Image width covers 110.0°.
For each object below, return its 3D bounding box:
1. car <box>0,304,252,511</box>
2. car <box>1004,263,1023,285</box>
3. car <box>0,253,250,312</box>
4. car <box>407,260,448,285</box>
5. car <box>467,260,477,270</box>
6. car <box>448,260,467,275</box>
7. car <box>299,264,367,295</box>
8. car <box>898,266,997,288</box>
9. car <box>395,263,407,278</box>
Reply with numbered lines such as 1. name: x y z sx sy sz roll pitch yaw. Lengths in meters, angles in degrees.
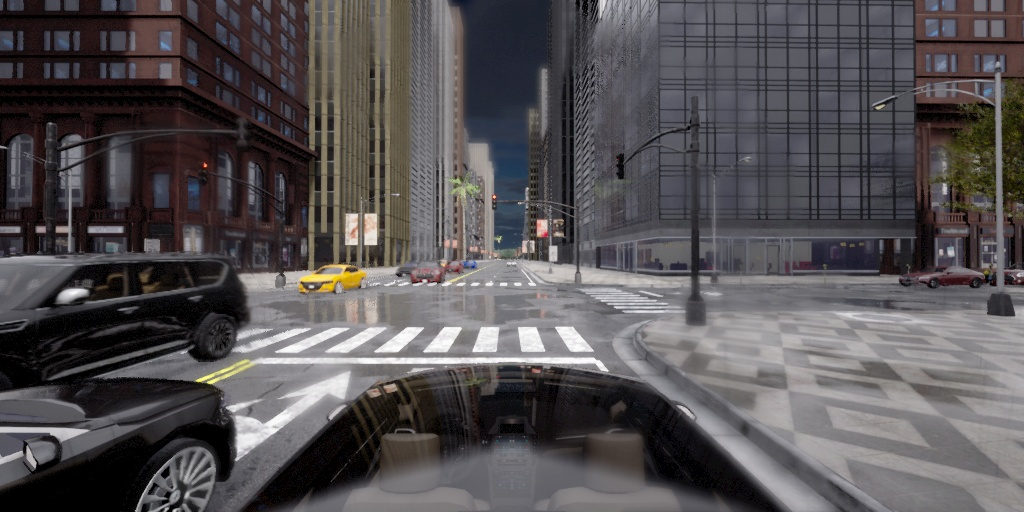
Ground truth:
1. car: -3.138 1.241 0.952 2.128 1.511 4.902 0 0 -1
2. car: 32.064 1.116 22.150 4.097 1.591 1.967 0 0 -1
3. car: -6.608 0.972 5.312 2.150 2.045 5.566 0 0 0
4. car: -6.235 1.147 26.892 2.097 1.767 4.553 0 0 -6
5. car: -6.687 1.378 57.513 1.882 1.535 5.008 0 0 0
6. car: -6.673 1.313 41.175 1.882 1.535 5.008 0 0 0
7. car: -9.889 1.255 20.172 1.882 1.535 5.008 0 0 0
8. car: 26.426 1.274 22.052 4.207 1.307 1.802 0 0 -1
9. car: -9.912 1.366 35.610 2.033 1.411 5.357 0 0 0
